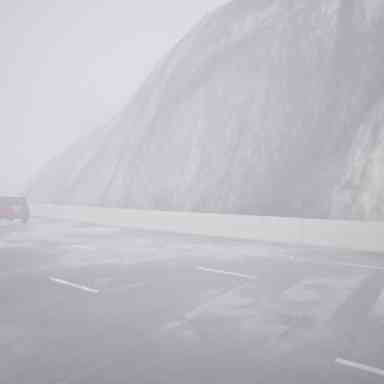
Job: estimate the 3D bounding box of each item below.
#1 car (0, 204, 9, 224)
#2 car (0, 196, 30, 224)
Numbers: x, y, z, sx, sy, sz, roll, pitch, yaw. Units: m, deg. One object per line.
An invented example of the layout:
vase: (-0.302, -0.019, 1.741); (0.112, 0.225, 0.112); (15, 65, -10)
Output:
car: (-12.833, 1.575, 19.326); (4.902, 1.511, 2.128); (0, -1, 43)
car: (-14.379, 1.345, 25.550); (5.566, 2.045, 2.150); (0, -1, 45)
